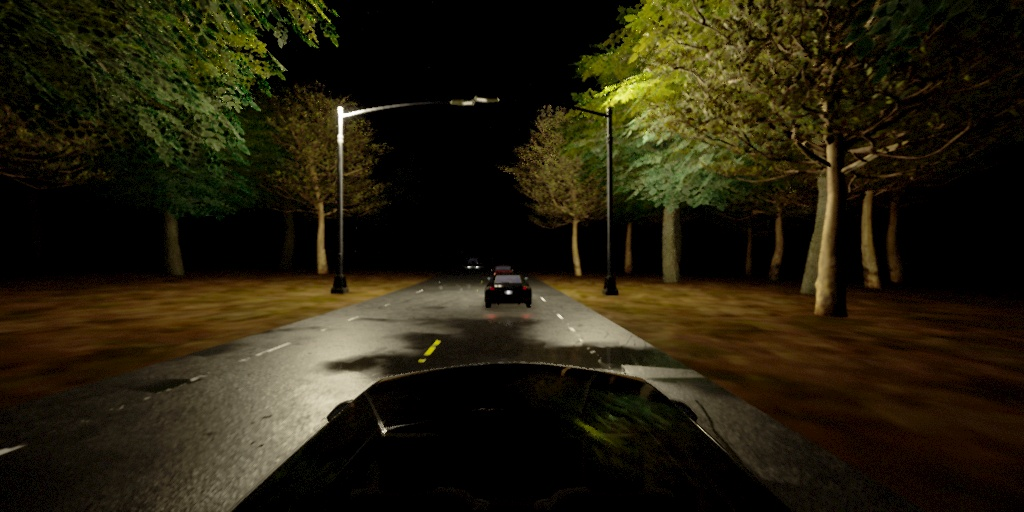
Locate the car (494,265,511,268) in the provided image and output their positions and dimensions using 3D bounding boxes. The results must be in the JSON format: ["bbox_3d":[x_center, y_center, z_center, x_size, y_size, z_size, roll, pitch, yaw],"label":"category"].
[{"bbox_3d":[-0.804,1.456,30.951,2.033,1.411,5.357,0,0,-3],"label":"car"}]

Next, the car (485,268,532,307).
[{"bbox_3d":[-0.185,1.430,16.223,1.994,1.385,4.181,0,0,-1],"label":"car"}]
